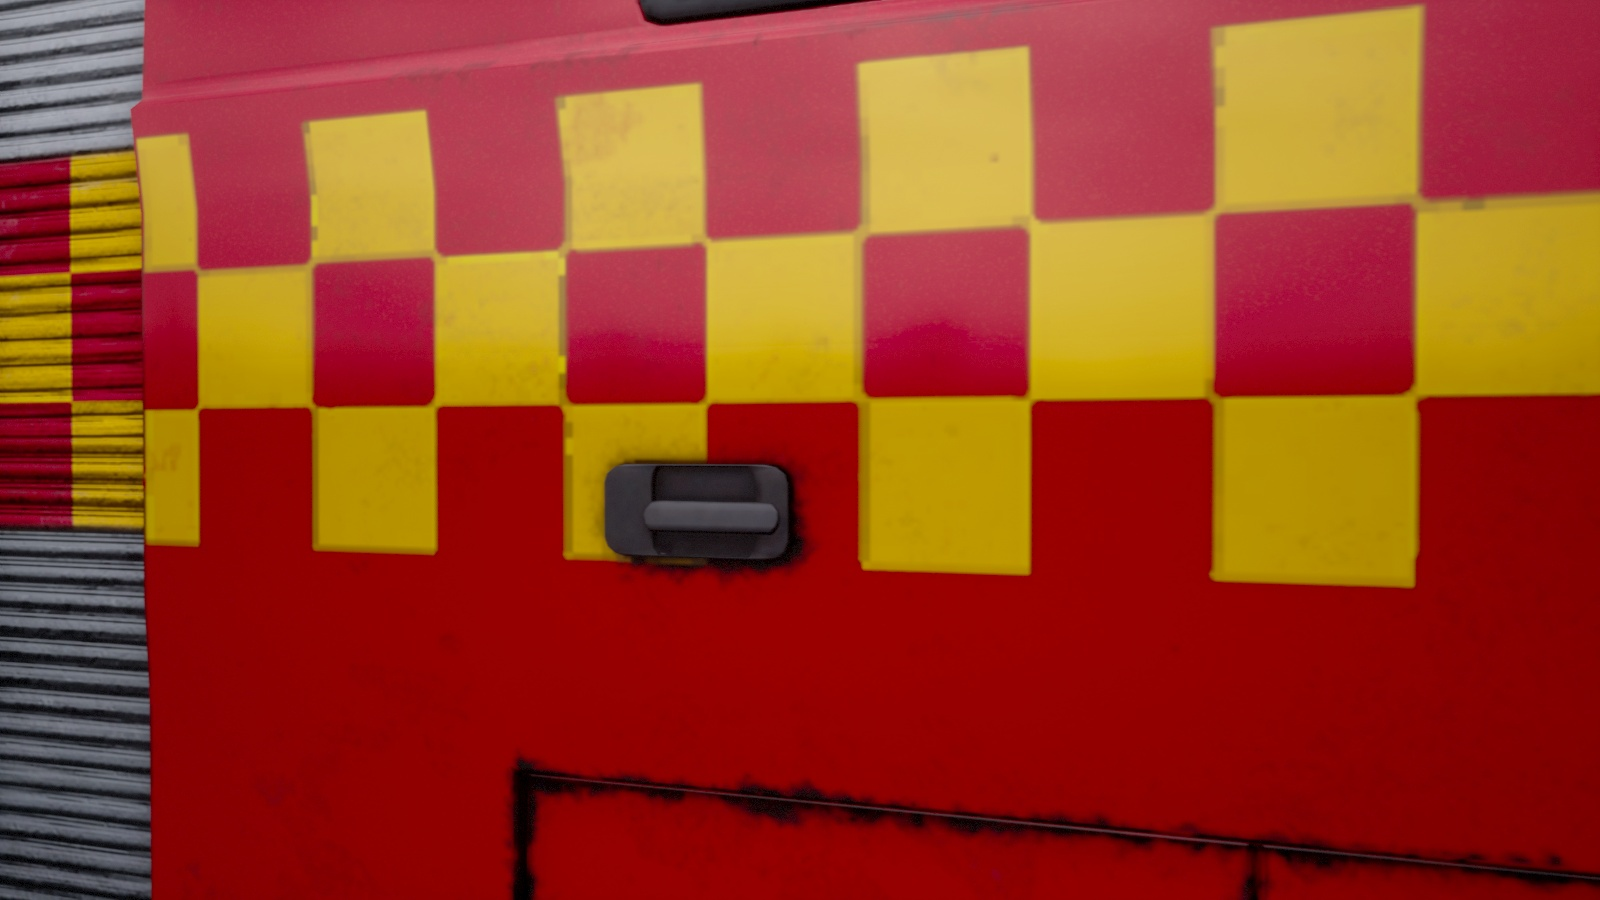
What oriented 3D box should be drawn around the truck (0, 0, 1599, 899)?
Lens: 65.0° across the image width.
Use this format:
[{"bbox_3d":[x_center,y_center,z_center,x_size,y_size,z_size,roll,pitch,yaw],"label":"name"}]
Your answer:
[{"bbox_3d":[0.346,-0.386,3.059,8.468,3.827,2.891,1,1,19],"label":"truck"}]
